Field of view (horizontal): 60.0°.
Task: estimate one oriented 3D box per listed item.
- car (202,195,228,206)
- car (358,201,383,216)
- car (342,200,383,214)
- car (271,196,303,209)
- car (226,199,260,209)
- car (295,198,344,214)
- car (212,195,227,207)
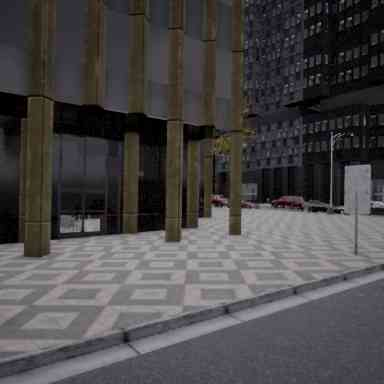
[{"bbox_3d":[4.194,1.510,61.253,2.192,1.841,5.009,1,-1,-35],"label":"car"},{"bbox_3d":[16.376,1.517,29.332,2.008,1.369,4.403,1,-1,-35],"label":"car"},{"bbox_3d":[20.135,1.707,38.766,2.008,1.369,4.403,1,-1,-35],"label":"car"},{"bbox_3d":[13.761,1.486,47.763,2.192,1.841,5.009,1,-1,-35],"label":"car"},{"bbox_3d":[6.808,1.570,42.823,1.802,1.307,4.206,1,-1,-35],"label":"car"},{"bbox_3d":[13.187,1.539,33.829,1.947,1.339,4.313,1,-1,-35],"label":"car"},{"bbox_3d":[3.623,1.310,47.323,2.192,1.841,5.009,1,-1,-35],"label":"car"}]
